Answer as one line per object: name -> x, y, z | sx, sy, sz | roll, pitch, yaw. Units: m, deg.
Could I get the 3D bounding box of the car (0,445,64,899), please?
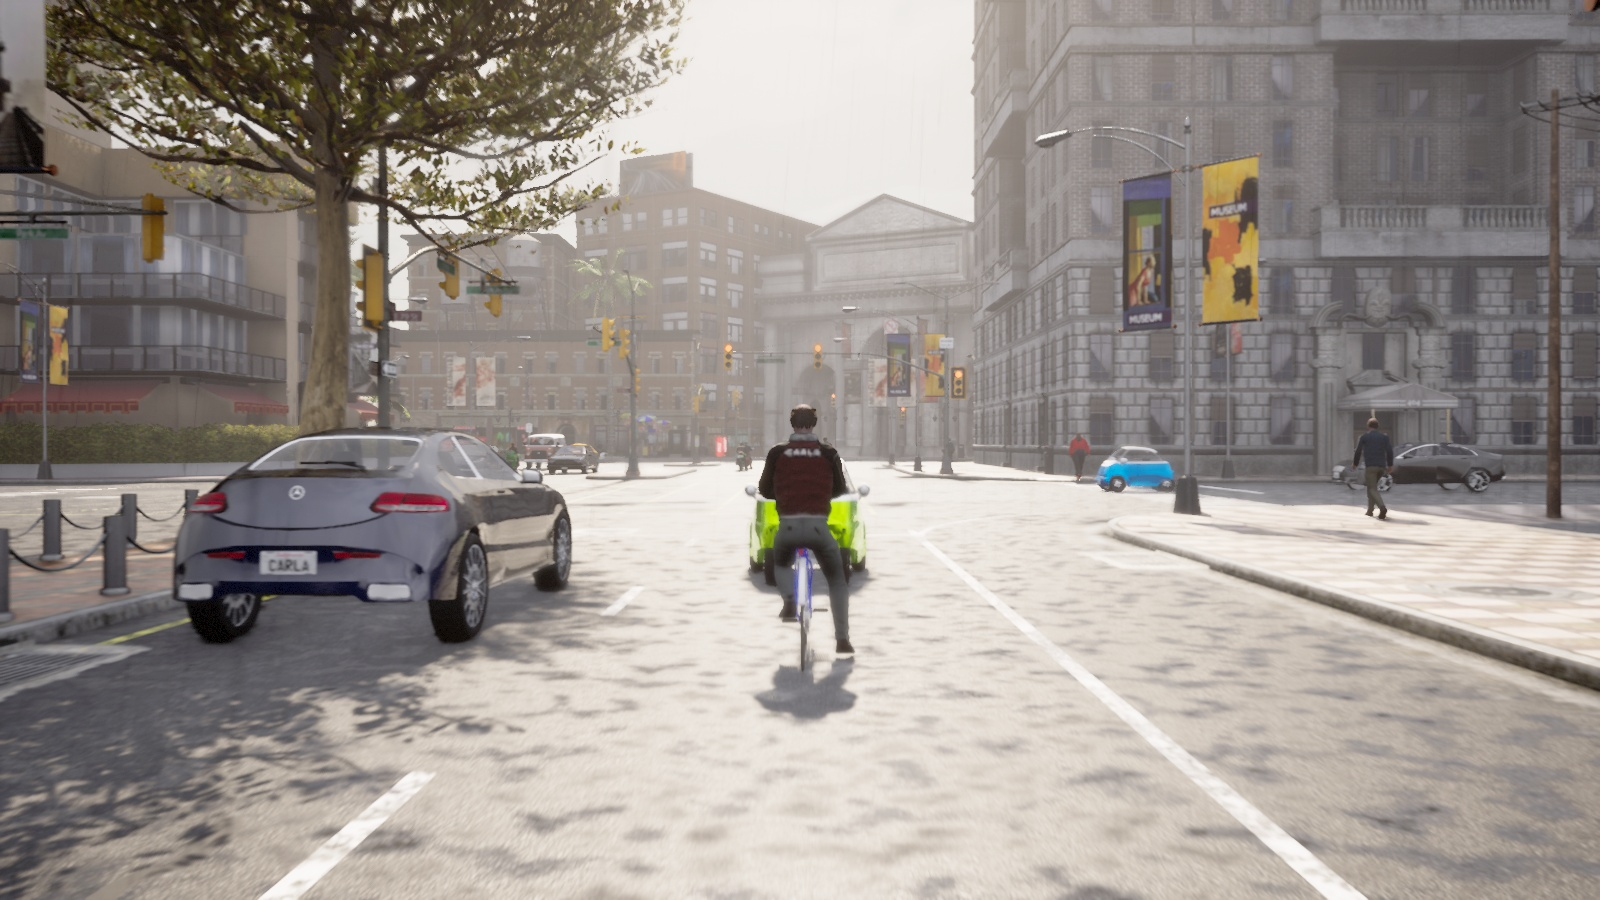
car -> -3.470, 0.743, 2.513 | 1.845, 1.501, 3.633 | 0, 0, 0

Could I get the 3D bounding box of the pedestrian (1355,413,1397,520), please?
pedestrian -> 10.115, 0.287, 22.049 | 0.402, 1.842, 0.726 | 0, 0, 0

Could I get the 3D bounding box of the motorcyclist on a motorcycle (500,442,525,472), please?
motorcyclist on a motorcycle -> -14.622, 0.356, 63.940 | 0.797, 1.523, 2.044 | 0, 0, 0

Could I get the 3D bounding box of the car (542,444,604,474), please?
car -> -11.133, 0.436, 61.992 | 2.033, 1.411, 5.357 | 0, 0, 0

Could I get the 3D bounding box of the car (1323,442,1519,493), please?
car -> 18.753, 0.503, 38.081 | 4.902, 1.511, 2.128 | 0, 0, 0

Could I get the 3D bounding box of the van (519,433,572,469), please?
van -> -14.576, 0.051, 72.168 | 2.069, 2.038, 4.480 | 0, 0, 0

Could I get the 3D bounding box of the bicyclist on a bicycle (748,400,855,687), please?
bicyclist on a bicycle -> 0.028, 0.568, 8.677 | 0.659, 1.776, 1.843 | 0, 1, 1

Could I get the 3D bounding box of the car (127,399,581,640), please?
car -> -3.499, 0.460, 11.129 | 2.152, 1.651, 5.027 | 0, 0, 1

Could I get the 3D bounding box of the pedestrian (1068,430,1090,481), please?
pedestrian -> 10.214, 0.188, 45.974 | 0.634, 1.844, 0.899 | 0, 0, 3

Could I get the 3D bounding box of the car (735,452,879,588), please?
car -> 0.083, 0.722, 14.041 | 1.481, 1.376, 2.207 | 0, 1, 1

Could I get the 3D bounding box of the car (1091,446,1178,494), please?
car -> 10.121, 0.594, 38.081 | 2.207, 1.376, 1.481 | 1, 0, 0
